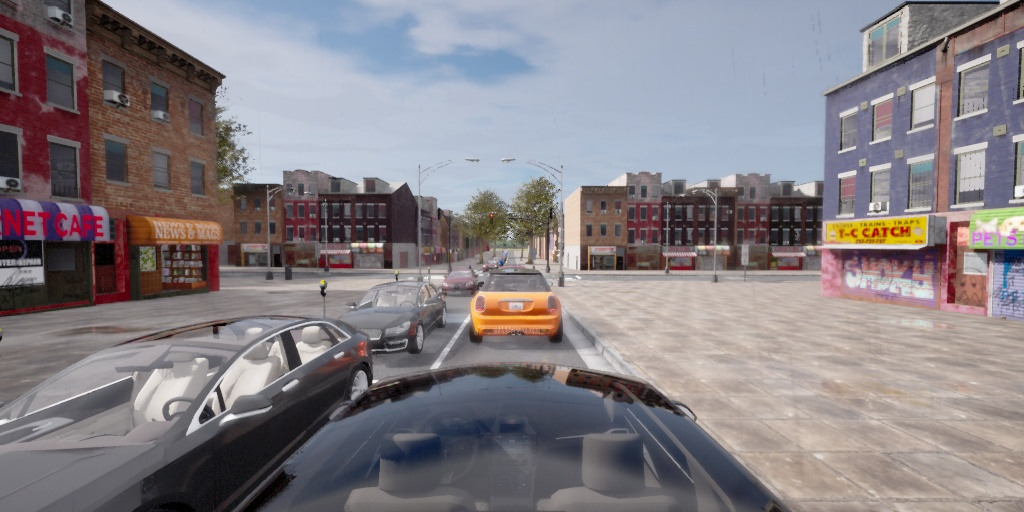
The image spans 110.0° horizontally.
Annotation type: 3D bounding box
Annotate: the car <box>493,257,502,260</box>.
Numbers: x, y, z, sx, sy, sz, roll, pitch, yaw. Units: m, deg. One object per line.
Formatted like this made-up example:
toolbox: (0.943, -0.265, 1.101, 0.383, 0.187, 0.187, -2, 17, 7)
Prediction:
car: (-2.724, 1.245, 46.212, 1.967, 1.591, 4.097, 0, 0, 0)

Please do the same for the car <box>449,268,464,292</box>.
car: (-2.673, 1.337, 19.436, 1.802, 1.307, 4.207, 0, 0, 0)

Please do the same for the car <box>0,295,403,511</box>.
car: (-2.643, 1.300, 3.094, 2.007, 1.370, 4.403, 0, 0, 0)

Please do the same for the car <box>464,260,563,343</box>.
car: (0.085, 1.101, 9.852, 2.097, 1.767, 4.553, 0, 0, 0)

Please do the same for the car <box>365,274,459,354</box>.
car: (-2.653, 1.299, 8.542, 2.007, 1.370, 4.403, 0, 0, 0)
